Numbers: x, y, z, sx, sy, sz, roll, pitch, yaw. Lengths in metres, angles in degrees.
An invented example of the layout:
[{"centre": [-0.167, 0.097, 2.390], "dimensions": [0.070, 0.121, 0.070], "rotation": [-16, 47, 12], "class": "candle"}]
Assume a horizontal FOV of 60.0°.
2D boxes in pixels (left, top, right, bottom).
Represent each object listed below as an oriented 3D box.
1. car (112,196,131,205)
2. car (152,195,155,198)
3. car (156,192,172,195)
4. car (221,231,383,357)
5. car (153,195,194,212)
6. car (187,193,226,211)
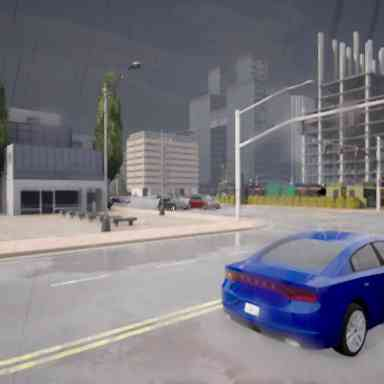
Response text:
[{"centre": [-12.523, 1.410, 58.888], "dimensions": [2.128, 1.511, 4.902], "rotation": [0, 0, -36], "class": "car"}, {"centre": [-8.537, 1.002, 89.498], "dimensions": [4.605, 1.855, 1.932], "rotation": [0, 0, -38], "class": "car"}, {"centre": [-6.810, 1.005, 87.174], "dimensions": [3.866, 1.878, 1.905], "rotation": [0, 0, -38], "class": "car"}, {"centre": [2.765, 1.459, 6.125], "dimensions": [5.008, 1.535, 1.882], "rotation": [0, 0, -38], "class": "car"}, {"centre": [-2.238, 1.435, 38.810], "dimensions": [1.837, 1.490, 4.892], "rotation": [0, 0, -36], "class": "car"}, {"centre": [1.416, 1.273, 39.745], "dimensions": [2.097, 1.767, 4.553], "rotation": [0, 0, -36], "class": "car"}]
